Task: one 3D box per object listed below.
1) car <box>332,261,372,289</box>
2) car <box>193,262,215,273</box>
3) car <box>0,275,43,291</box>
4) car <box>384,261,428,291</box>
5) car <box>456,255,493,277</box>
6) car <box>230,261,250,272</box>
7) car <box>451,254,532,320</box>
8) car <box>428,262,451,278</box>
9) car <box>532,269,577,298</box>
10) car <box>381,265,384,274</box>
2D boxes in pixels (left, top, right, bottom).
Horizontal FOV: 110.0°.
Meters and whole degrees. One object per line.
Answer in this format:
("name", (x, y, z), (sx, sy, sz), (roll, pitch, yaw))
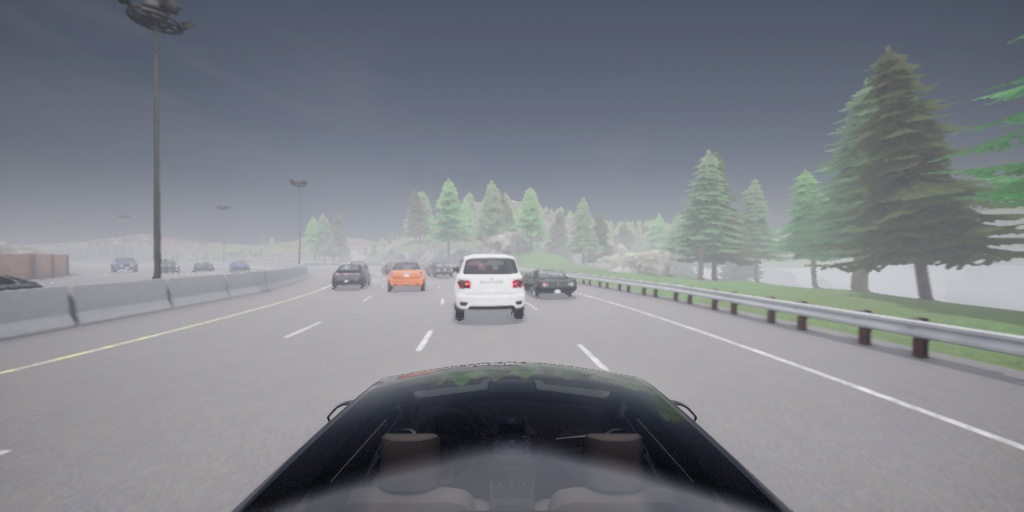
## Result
("car", (-10.362, 1.276, 23.364), (2.128, 1.511, 4.902), (0, 0, -16))
("car", (-41.736, 1.484, 48.537), (4.181, 1.385, 1.994), (0, 0, 45))
("car", (-18.603, 1.342, 11.640), (1.837, 1.490, 4.892), (0, 0, -9))
("car", (-6.488, 1.116, 22.325), (2.097, 1.767, 4.553), (0, 0, -14))
("car", (-3.918, 0.959, 36.327), (2.150, 2.045, 5.566), (0, 0, -23))
("car", (-36.770, 1.375, 48.441), (1.882, 1.535, 5.008), (0, 0, -43))
("car", (-0.928, 0.966, 12.890), (2.150, 2.045, 5.566), (0, 0, -8))
("car", (-7.071, 1.303, 34.880), (2.033, 1.411, 5.357), (0, 0, -23))
("car", (1.651, 1.327, 18.477), (1.895, 1.301, 4.718), (0, 0, -11))
("car", (-12.986, 1.346, 39.082), (1.994, 1.385, 4.181), (0, 0, -26))
